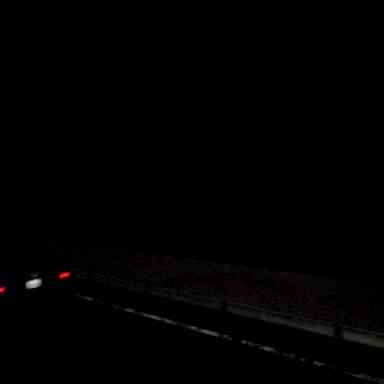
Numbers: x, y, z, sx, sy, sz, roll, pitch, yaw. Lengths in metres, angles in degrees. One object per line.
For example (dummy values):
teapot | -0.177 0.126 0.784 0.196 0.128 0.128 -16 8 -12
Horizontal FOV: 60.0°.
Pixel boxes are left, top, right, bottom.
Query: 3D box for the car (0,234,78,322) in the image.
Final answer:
car | -4.693 1.607 7.038 5.357 1.411 2.033 -1 0 35
